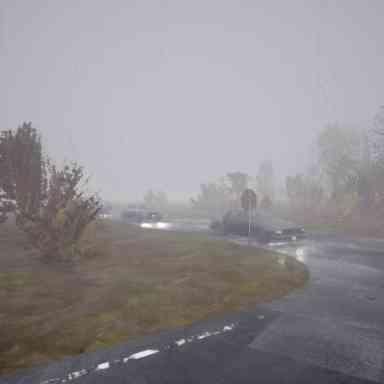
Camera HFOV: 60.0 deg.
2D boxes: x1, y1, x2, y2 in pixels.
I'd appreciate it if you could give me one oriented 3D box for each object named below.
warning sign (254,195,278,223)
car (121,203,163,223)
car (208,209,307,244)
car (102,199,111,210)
[{"bbox_3d":[5.161,1.142,23.170,1.300,1.860,1.060,0,0,-36],"label":"warning sign"},{"bbox_3d":[-3.989,1.578,26.063,1.994,1.385,4.181,0,0,-36],"label":"car"},{"bbox_3d":[2.898,1.551,16.141,2.033,1.411,5.357,0,0,-31],"label":"car"},{"bbox_3d":[-10.865,1.378,35.689,2.097,1.767,4.553,0,0,-35],"label":"car"}]
